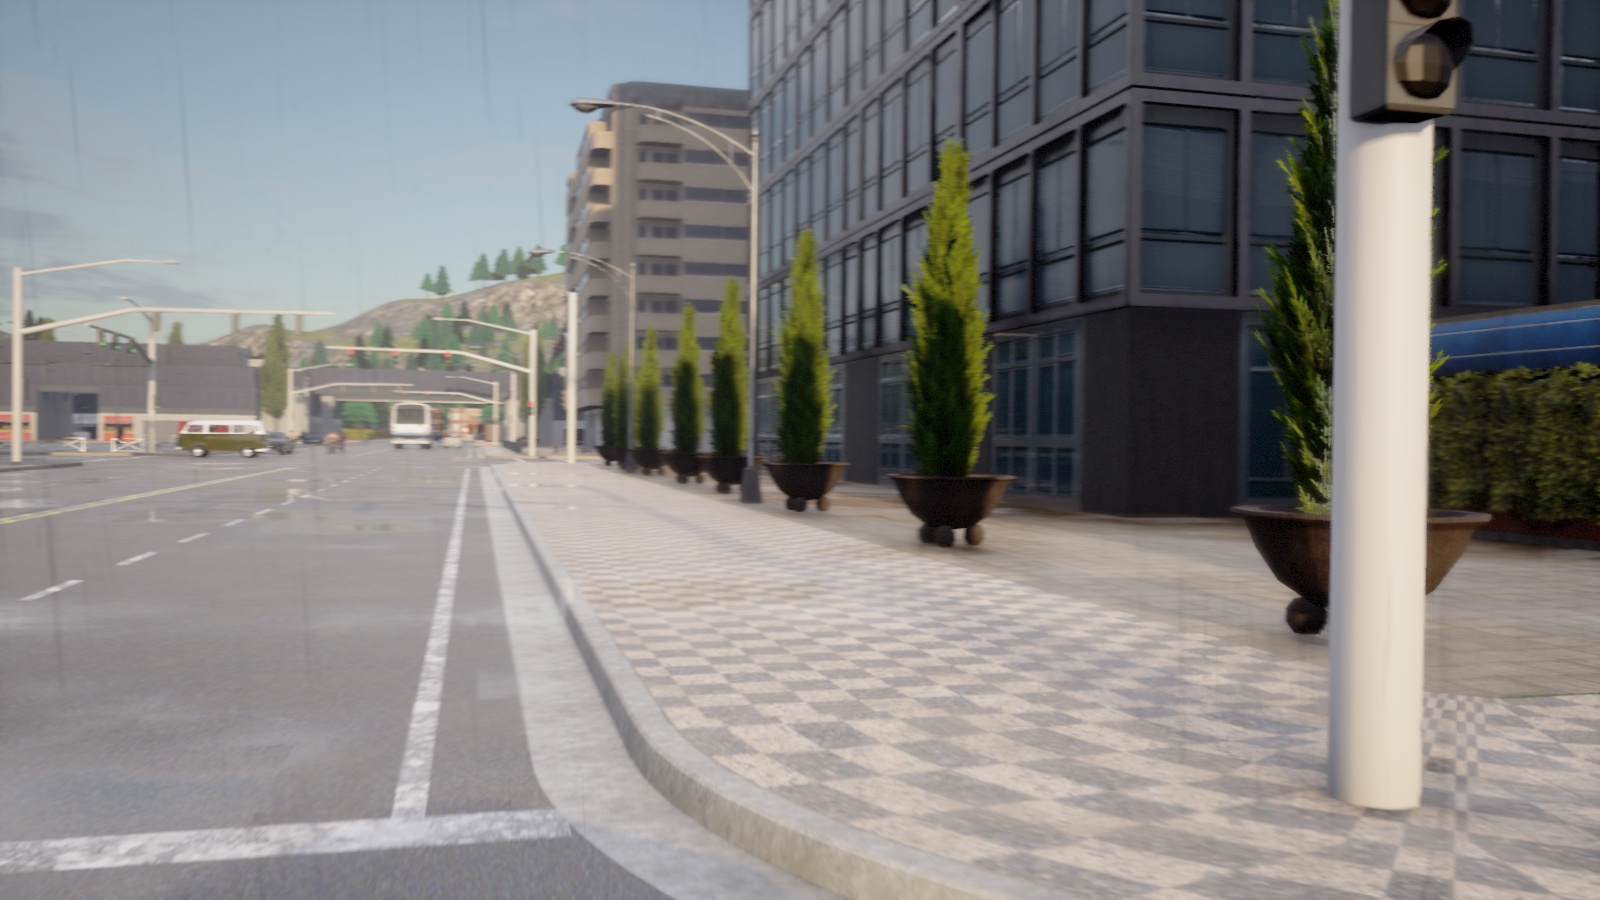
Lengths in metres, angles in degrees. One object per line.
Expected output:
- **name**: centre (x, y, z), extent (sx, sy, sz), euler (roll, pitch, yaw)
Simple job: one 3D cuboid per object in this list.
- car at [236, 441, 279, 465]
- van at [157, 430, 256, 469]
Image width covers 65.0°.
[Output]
- **car**: centre (-34.599, 0.174, 80.214), extent (1.837, 1.490, 4.892), euler (0, 1, -15)
- **van**: centre (-31.717, -0.031, 67.251), extent (4.480, 2.038, 2.069), euler (0, 1, -16)
